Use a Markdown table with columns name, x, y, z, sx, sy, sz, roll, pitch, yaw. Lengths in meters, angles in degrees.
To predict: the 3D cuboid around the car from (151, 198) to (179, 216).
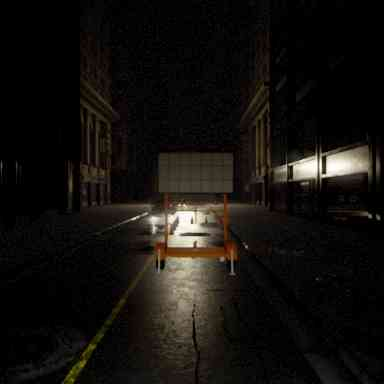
| name | x | y | z | sx | sy | sz | roll | pitch | yaw |
| --- | --- | --- | --- | --- | --- | --- | --- | --- | --- |
| car | -2.707 | 1.357 | 32.660 | 2.097 | 1.767 | 4.553 | 0 | 0 | 1 |

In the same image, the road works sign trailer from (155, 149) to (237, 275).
| name | x | y | z | sx | sy | sz | roll | pitch | yaw |
| --- | --- | --- | --- | --- | --- | --- | --- | --- | --- |
| road works sign trailer | 0.117 | 0.465 | 10.429 | 2.380 | 3.560 | 2.880 | 0 | 0 | 1 |

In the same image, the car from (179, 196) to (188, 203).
| name | x | y | z | sx | sy | sz | roll | pitch | yaw |
| --- | --- | --- | --- | --- | --- | --- | --- | --- | --- |
| car | -2.106 | 1.559 | 72.982 | 2.128 | 1.511 | 4.902 | 0 | 0 | 1 |

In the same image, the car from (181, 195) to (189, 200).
| name | x | y | z | sx | sy | sz | roll | pitch | yaw |
| --- | --- | --- | --- | --- | --- | --- | --- | --- | --- |
| car | -1.888 | 1.502 | 90.431 | 1.895 | 1.301 | 4.718 | 0 | 0 | 1 |
